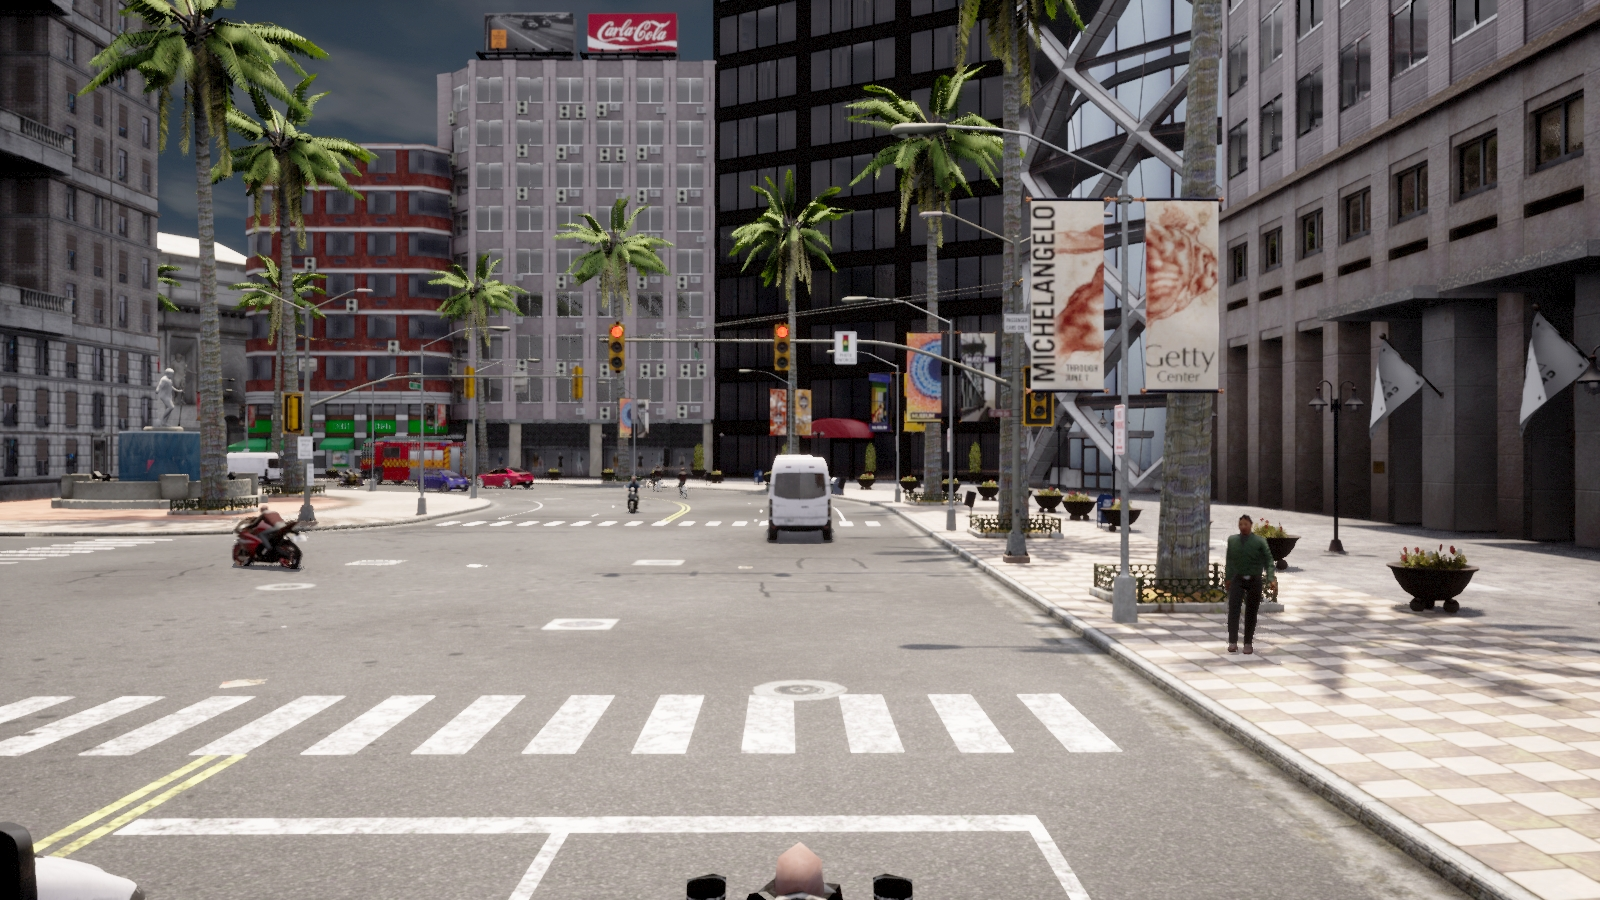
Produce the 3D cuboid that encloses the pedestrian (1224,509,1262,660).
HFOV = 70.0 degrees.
[{"bbox_3d":[5.624,1.690,14.499,0.375,1.860,0.375,0,0,33],"label":"pedestrian"}]

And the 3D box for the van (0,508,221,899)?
[{"bbox_3d":[-3.507,1.533,1.998,1.988,2.561,5.915,0,0,0],"label":"van"}]

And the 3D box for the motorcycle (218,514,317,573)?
[{"bbox_3d":[-12.608,2.194,27.036,2.209,1.251,0.867,0,1,25],"label":"motorcycle"}]

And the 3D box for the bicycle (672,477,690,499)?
[{"bbox_3d":[-6.830,2.184,65.567,0.329,1.171,1.835,0,0,-27],"label":"bicycle"}]

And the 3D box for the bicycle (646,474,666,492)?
[{"bbox_3d":[-9.600,2.180,76.065,0.329,1.171,1.835,-1,1,-40],"label":"bicycle"}]

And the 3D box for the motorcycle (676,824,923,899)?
[{"bbox_3d":[-0.001,2.203,3.717,0.867,1.251,2.209,0,0,0],"label":"motorcycle"}]

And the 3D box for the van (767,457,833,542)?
[{"bbox_3d":[-0.003,1.519,37.624,1.988,2.561,5.915,0,0,0],"label":"van"}]
